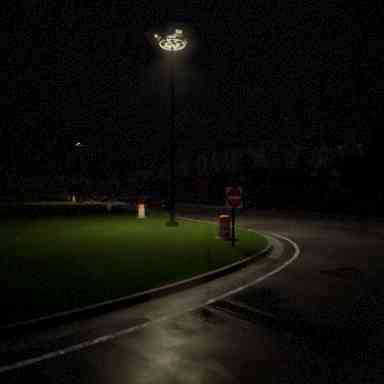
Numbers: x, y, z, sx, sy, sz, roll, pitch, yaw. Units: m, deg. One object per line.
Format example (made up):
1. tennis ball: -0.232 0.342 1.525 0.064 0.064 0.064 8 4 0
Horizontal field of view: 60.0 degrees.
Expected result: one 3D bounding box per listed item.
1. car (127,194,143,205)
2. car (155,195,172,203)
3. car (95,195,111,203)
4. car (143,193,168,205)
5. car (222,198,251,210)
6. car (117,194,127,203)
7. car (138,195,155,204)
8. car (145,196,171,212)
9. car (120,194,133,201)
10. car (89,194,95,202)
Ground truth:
1. car: -9.779 1.478 60.349 1.882 1.535 5.008 0 0 -25
2. car: -5.854 1.477 68.233 1.882 1.535 5.008 0 0 -25
3. car: -18.608 1.540 70.614 2.033 1.411 5.357 0 0 -25
4. car: -5.144 1.221 50.680 2.150 2.045 5.566 0 0 -25
5. car: 5.812 1.491 43.894 2.128 1.511 4.902 0 0 -25
6. car: -14.317 1.552 69.737 1.994 1.385 4.181 0 0 -25
7. car: -9.186 1.477 67.093 1.882 1.535 5.008 0 0 -25
8. car: -3.710 1.525 39.471 1.812 1.442 4.674 0 0 -25
9. car: -16.251 1.355 81.969 2.097 1.767 4.553 0 0 -25
10. car: -23.046 1.524 79.960 1.812 1.442 4.674 0 0 -25
